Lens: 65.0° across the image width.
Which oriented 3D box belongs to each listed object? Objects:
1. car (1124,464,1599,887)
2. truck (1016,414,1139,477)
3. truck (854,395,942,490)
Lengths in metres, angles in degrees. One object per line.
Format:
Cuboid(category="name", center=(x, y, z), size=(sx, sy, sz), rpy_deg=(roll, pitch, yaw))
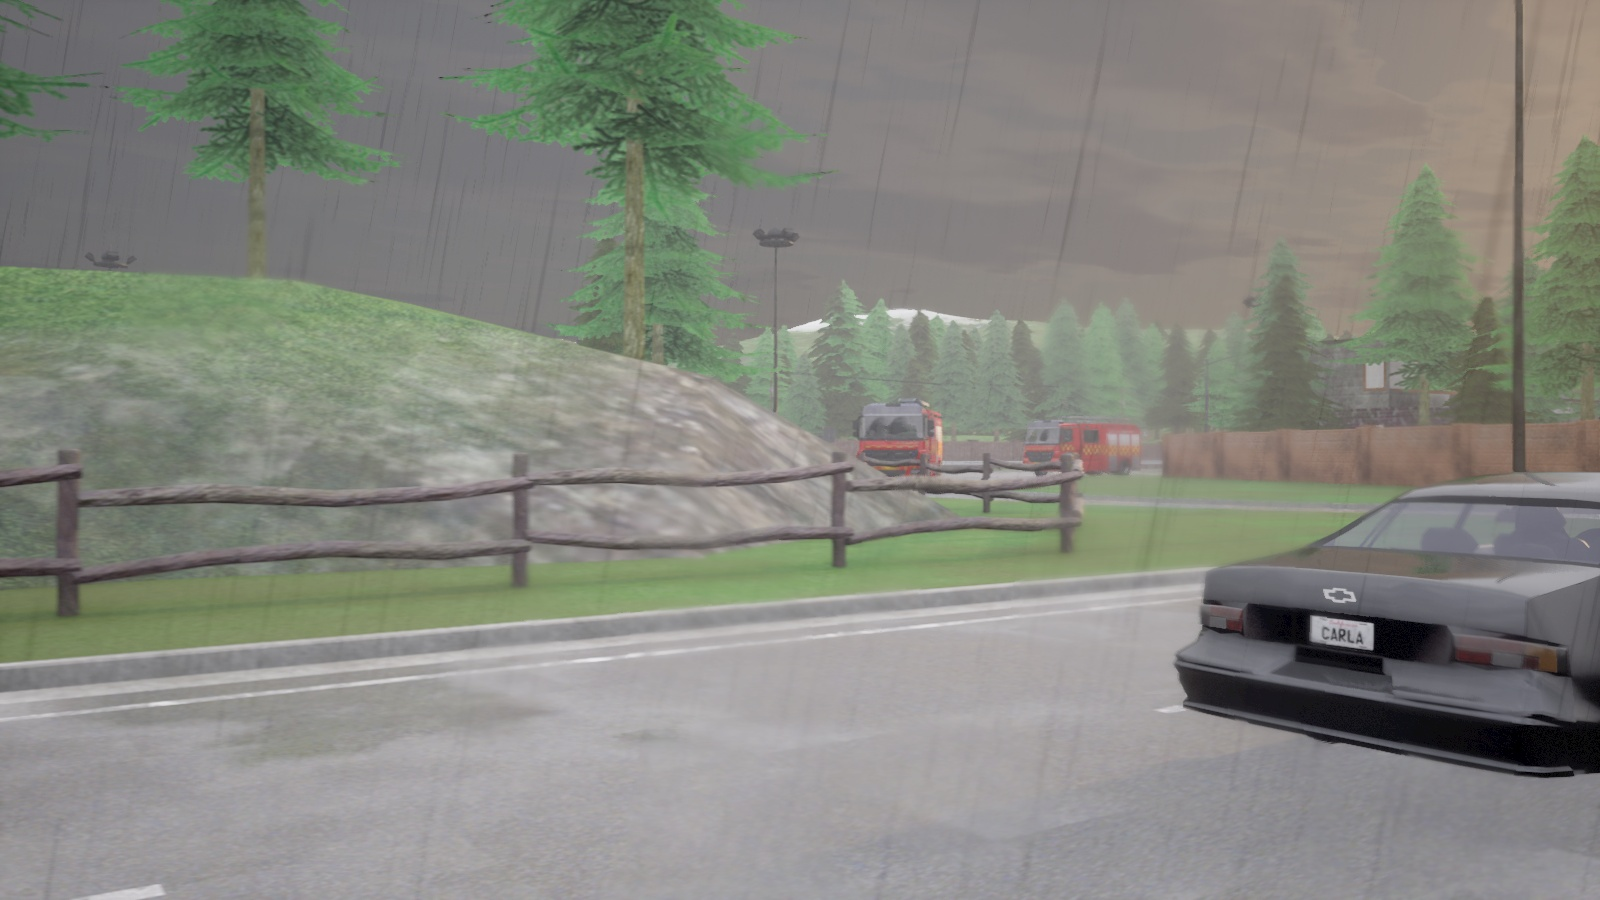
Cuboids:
Cuboid(category="car", center=(4.324, 0.800, 6.685), size=(5.357, 1.411, 2.033), rpy_deg=(0, 0, -35))
Cuboid(category="truck", center=(17.615, -0.262, 79.333), size=(8.468, 3.827, 2.891), rpy_deg=(0, 0, -39))
Cuboid(category="truck", center=(4.429, -0.294, 55.007), size=(2.891, 3.827, 8.468), rpy_deg=(0, 0, 11))
